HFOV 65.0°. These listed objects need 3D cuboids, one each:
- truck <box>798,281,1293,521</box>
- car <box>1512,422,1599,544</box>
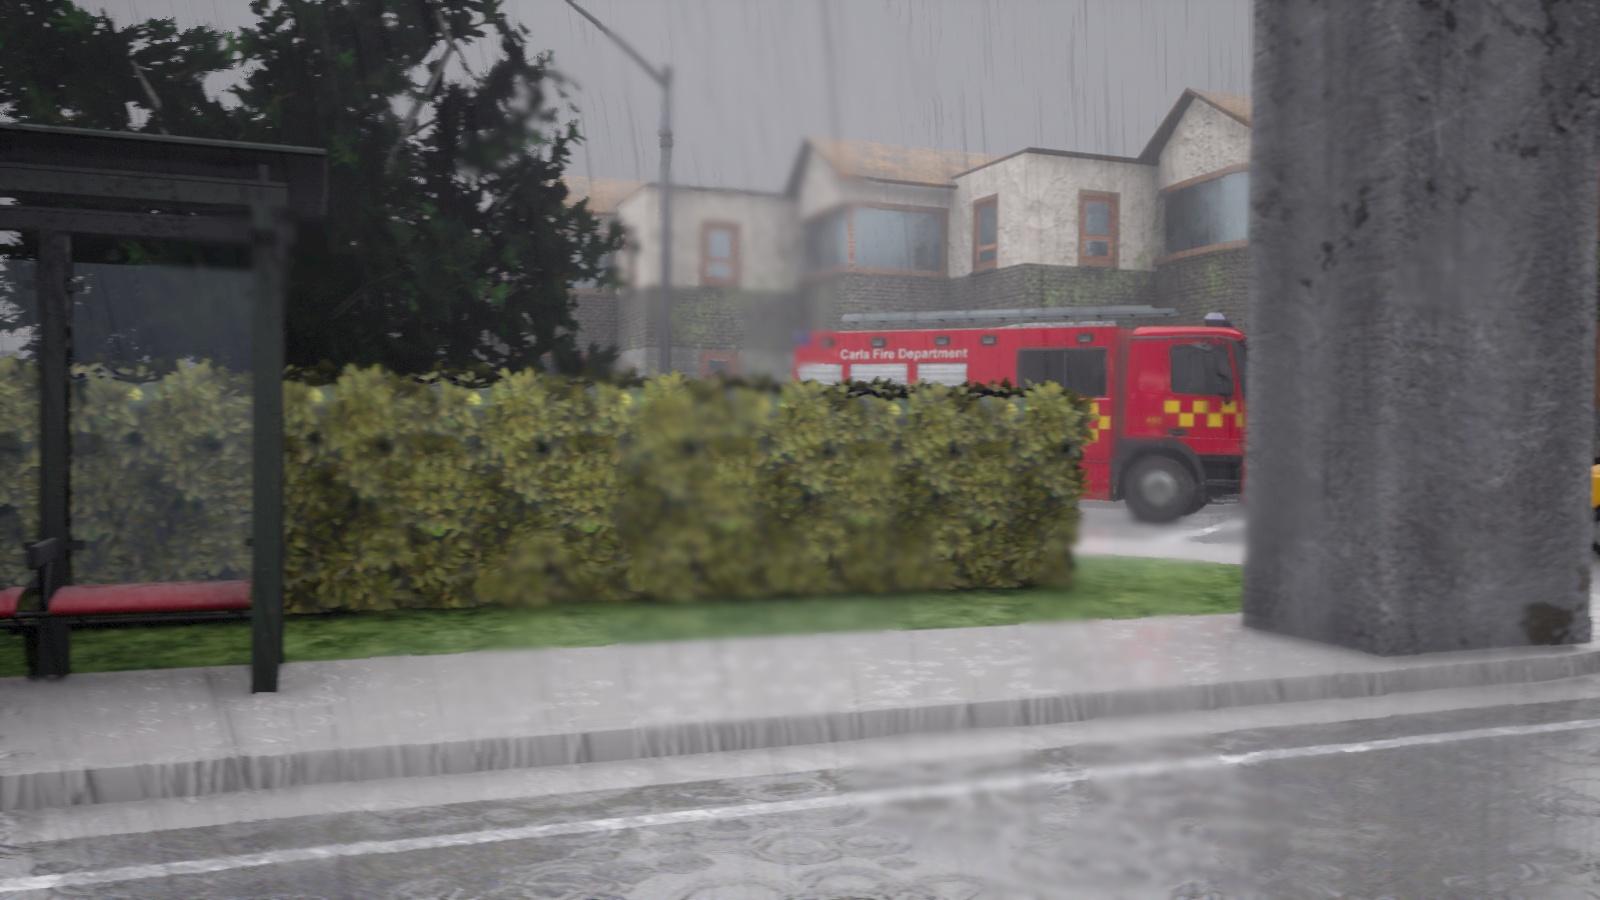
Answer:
[{"bbox_3d":[4.442,-0.790,23.068,8.468,3.827,2.891,0,1,24],"label":"truck"},{"bbox_3d":[11.999,0.387,15.925,5.008,1.535,1.882,0,1,24],"label":"car"}]
